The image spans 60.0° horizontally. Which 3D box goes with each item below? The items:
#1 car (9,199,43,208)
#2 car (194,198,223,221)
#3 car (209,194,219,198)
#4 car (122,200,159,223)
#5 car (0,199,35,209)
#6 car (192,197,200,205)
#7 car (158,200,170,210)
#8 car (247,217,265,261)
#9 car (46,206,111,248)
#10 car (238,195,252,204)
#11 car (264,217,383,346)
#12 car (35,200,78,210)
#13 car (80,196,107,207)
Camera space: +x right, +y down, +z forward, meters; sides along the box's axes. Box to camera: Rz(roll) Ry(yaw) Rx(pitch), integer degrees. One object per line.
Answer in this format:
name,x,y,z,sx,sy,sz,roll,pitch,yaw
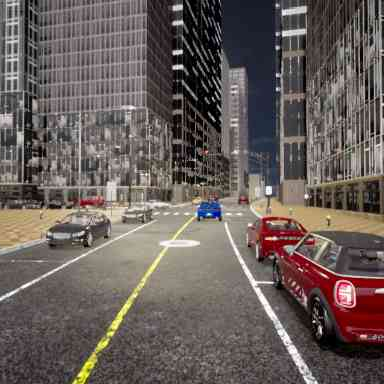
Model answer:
car,-26.020,1.835,52.171,4.403,1.369,2.008,0,-1,13
car,1.486,1.495,27.121,1.882,1.535,5.008,0,0,5
car,5.176,1.493,78.752,2.192,1.841,5.009,1,0,14
car,-4.122,1.574,25.653,2.008,1.369,4.403,1,0,5
car,-22.388,1.655,43.210,4.403,1.369,2.008,0,-1,13
car,1.177,1.642,62.514,1.752,1.417,4.829,1,0,12
car,-5.353,1.702,44.010,4.718,1.301,1.895,-1,-1,30
car,3.010,1.547,11.953,1.887,1.381,4.507,1,0,3
car,-4.877,1.562,14.863,2.008,1.369,4.403,1,0,3
car,10.095,1.412,65.066,2.192,1.841,5.009,1,0,13
car,2.816,1.441,6.313,1.967,1.590,4.097,1,0,2
car,-16.948,1.638,41.919,4.313,1.339,1.947,0,-1,13
car,-15.134,1.536,49.590,5.009,1.841,2.192,0,-1,13
